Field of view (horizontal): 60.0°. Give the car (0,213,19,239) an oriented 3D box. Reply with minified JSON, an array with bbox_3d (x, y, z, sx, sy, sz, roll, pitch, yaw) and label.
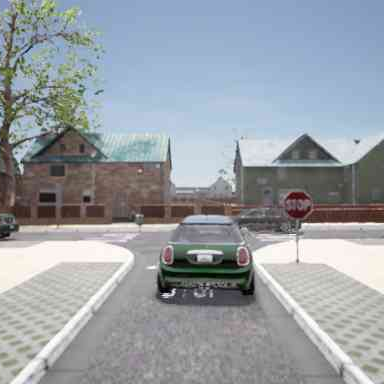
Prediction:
[{"bbox_3d":[-11.727,1.434,16.613,5.566,2.045,2.150,-1,-2,1],"label":"car"}]

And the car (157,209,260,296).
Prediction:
[{"bbox_3d":[0.466,1.402,8.997,2.097,1.767,4.553,0,0,5],"label":"car"}]

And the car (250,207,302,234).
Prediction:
[{"bbox_3d":[3.824,1.654,19.359,4.892,1.490,1.837,-1,-2,1],"label":"car"}]
